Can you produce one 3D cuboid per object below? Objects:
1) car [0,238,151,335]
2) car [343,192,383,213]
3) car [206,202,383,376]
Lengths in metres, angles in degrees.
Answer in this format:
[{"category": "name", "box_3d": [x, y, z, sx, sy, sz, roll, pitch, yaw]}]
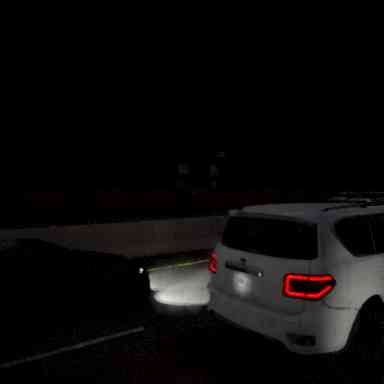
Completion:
[{"category": "car", "box_3d": [-2.858, 1.557, 6.007, 4.181, 1.385, 1.994, 0, 0, -35]}, {"category": "car", "box_3d": [18.143, 1.006, 34.396, 5.566, 2.045, 2.150, 0, 0, -37]}, {"category": "car", "box_3d": [2.818, 1.187, 5.755, 5.566, 2.045, 2.150, 0, 0, -35]}]
